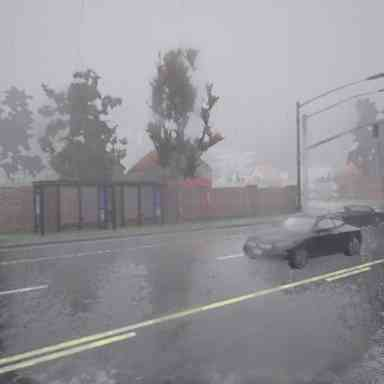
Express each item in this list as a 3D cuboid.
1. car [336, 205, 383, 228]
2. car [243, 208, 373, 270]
[{"bbox_3d":[8.961,1.437,18.891,4.718,1.301,1.895,-1,0,-35],"label":"car"},{"bbox_3d":[3.793,1.454,10.970,4.674,1.442,1.812,-1,0,-35],"label":"car"}]
